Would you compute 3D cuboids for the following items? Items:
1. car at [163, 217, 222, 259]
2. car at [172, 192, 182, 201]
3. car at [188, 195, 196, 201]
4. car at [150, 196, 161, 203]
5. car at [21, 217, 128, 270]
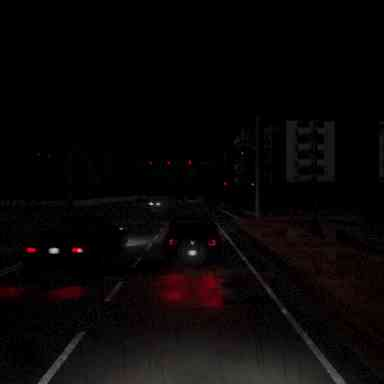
[{"bbox_3d":[0.036,1.588,12.500,1.895,1.301,4.718,0,0,1],"label":"car"},{"bbox_3d":[-3.505,0.982,78.591,2.150,2.045,5.566,0,0,0],"label":"car"},{"bbox_3d":[-0.005,1.350,78.606,1.895,1.301,4.718,0,0,0],"label":"car"},{"bbox_3d":[-7.010,1.479,64.735,2.033,1.411,5.357,0,0,0],"label":"car"},{"bbox_3d":[-3.480,1.536,10.931,2.033,1.411,5.357,0,0,0],"label":"car"}]
